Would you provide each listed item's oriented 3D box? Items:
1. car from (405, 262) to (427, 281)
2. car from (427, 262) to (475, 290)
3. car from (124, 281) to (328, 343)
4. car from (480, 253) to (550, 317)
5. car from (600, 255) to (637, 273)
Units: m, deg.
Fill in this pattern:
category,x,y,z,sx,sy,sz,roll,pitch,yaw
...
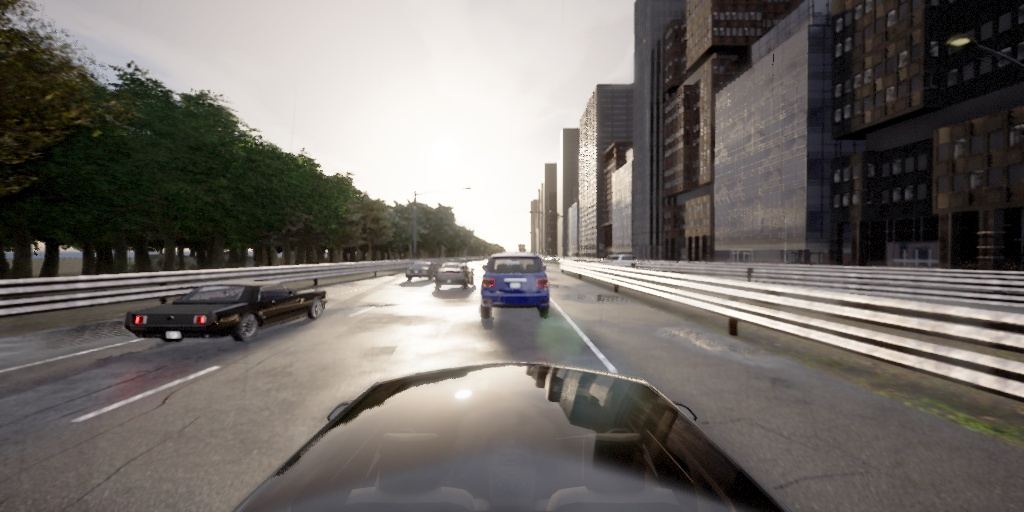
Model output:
category,x,y,z,sx,sy,sz,roll,pitch,yaw
car,-6.906,1.187,28.423,2.033,1.411,5.357,0,0,0
car,-3.406,1.156,21.840,2.128,1.511,4.902,0,0,0
car,-6.903,1.316,9.538,1.895,1.301,4.718,0,0,0
car,0.098,0.922,12.961,2.150,2.045,5.566,0,0,0
car,11.554,0.887,39.684,2.150,2.045,5.566,0,0,-15
